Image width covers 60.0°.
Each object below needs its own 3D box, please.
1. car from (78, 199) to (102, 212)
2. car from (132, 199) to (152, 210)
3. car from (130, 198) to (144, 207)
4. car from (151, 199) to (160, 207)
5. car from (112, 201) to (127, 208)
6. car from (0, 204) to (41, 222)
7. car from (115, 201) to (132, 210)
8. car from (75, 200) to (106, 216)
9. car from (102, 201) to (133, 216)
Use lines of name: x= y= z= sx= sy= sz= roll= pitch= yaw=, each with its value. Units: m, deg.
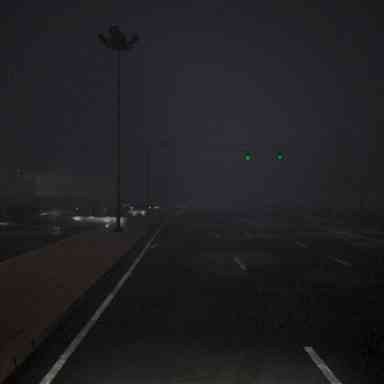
car: x=-15.359 y=2.003 z=50.344 sx=2.097 sy=1.767 sz=4.553 roll=0 pitch=-1 yaw=1
car: x=-8.295 y=2.297 z=54.214 sx=1.895 sy=1.301 sz=4.718 roll=0 pitch=-1 yaw=1
car: x=-11.457 y=2.251 z=70.091 sx=2.097 sy=1.767 sz=4.553 roll=0 pitch=-1 yaw=1
car: x=-7.970 y=2.240 z=69.313 sx=2.097 sy=1.767 sz=4.553 roll=0 pitch=-1 yaw=1
car: x=-14.979 y=2.480 z=68.856 sx=1.895 sy=1.301 sz=4.718 roll=0 pitch=-1 yaw=1
car: x=-16.593 y=1.891 z=31.438 sx=1.882 sy=1.535 sz=5.008 roll=1 pitch=-1 yaw=18
car: x=-11.723 y=2.241 z=56.999 sx=1.837 sy=1.490 sz=4.892 roll=0 pitch=-1 yaw=2
car: x=-12.089 y=1.862 z=39.257 sx=2.097 sy=1.767 sz=4.553 roll=0 pitch=-1 yaw=1
car: x=-8.578 y=2.100 z=38.697 sx=1.895 sy=1.301 sz=4.718 roll=0 pitch=-1 yaw=1
